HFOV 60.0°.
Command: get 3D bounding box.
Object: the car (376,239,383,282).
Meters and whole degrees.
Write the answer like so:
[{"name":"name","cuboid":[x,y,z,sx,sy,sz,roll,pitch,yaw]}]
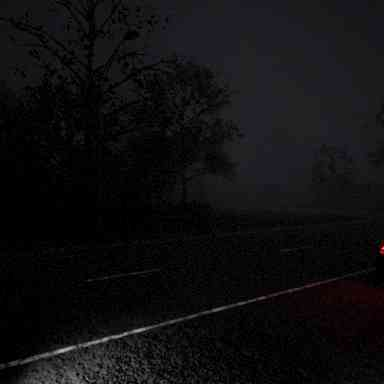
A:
[{"name":"car","cuboid":[6.668,1.352,8.374,4.553,1.767,2.097,0,0,-35]}]
